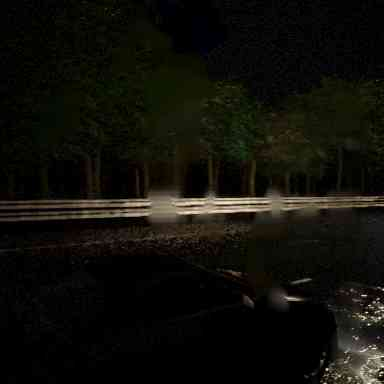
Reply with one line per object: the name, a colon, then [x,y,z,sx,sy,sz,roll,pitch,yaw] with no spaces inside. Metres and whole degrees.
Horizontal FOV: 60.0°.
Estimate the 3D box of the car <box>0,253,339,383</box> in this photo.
car: [-0.226,1.452,3.841,4.181,1.385,1.994,0,2,-33]
